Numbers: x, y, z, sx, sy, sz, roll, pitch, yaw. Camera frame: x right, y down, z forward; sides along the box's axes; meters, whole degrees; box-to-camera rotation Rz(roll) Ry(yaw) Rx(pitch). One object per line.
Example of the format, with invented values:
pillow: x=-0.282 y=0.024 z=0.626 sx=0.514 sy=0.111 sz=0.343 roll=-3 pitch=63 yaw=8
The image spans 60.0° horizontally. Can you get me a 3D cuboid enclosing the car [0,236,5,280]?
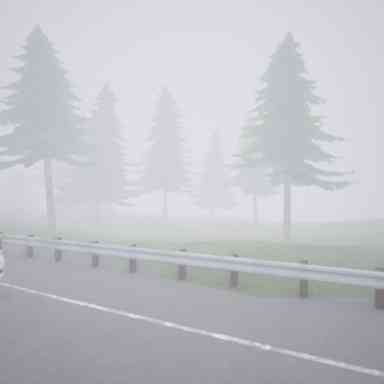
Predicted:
car: x=-6.465 y=1.189 z=7.269 sx=5.566 sy=2.045 sz=2.150 roll=0 pitch=0 yaw=31
